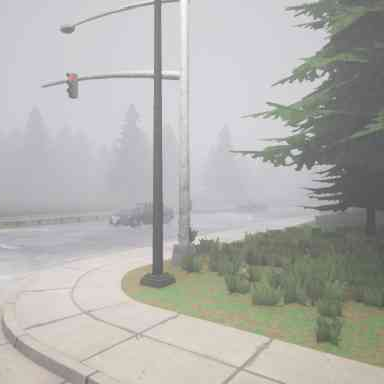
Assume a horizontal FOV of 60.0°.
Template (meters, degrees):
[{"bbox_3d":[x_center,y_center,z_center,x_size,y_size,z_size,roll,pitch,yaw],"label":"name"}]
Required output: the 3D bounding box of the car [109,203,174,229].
[{"bbox_3d":[-3.180,1.464,21.626,2.128,1.511,4.902,0,0,35],"label":"car"}]

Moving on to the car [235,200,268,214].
[{"bbox_3d":[6.369,1.574,35.383,1.895,1.301,4.718,0,0,35],"label":"car"}]
